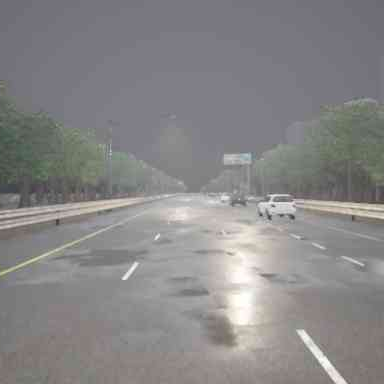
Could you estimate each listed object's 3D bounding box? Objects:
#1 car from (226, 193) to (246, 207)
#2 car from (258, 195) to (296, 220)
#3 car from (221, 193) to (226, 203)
[{"bbox_3d":[7.161,1.221,52.651,2.150,2.045,5.566,0,0,0],"label":"car"},{"bbox_3d":[7.048,1.224,27.997,2.150,2.045,5.566,0,0,0],"label":"car"},{"bbox_3d":[7.280,1.209,69.781,2.150,2.045,5.566,0,0,0],"label":"car"}]
